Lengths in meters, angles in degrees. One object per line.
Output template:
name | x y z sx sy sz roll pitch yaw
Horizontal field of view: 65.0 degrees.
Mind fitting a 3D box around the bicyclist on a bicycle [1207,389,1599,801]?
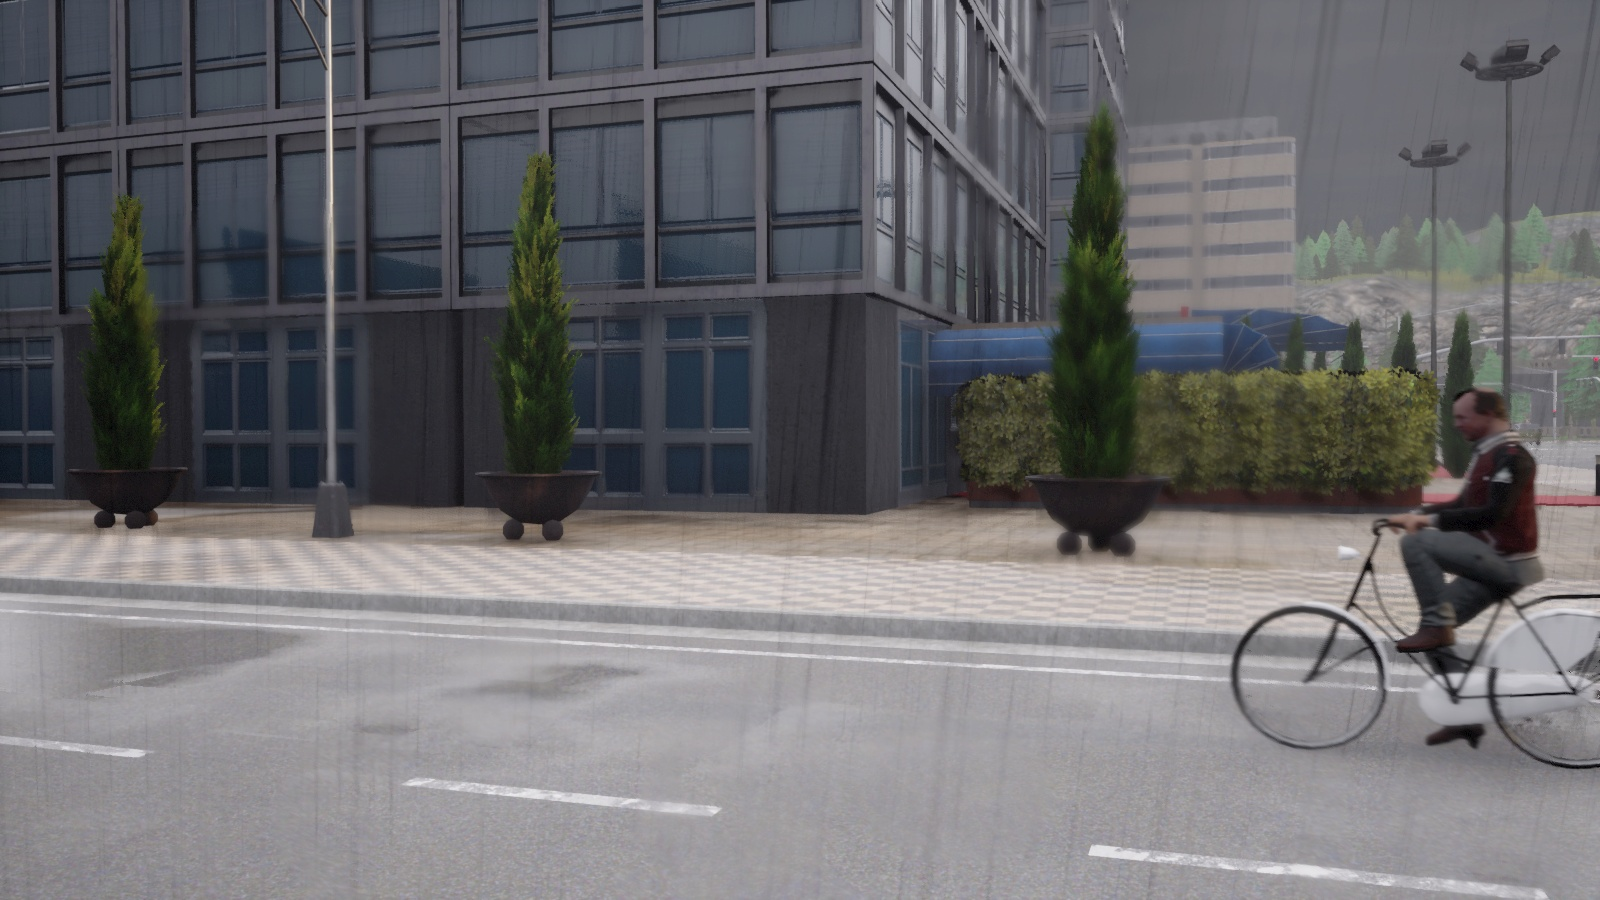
bicyclist on a bicycle | 2.902 0.613 5.930 1.843 1.776 0.659 1 1 18
